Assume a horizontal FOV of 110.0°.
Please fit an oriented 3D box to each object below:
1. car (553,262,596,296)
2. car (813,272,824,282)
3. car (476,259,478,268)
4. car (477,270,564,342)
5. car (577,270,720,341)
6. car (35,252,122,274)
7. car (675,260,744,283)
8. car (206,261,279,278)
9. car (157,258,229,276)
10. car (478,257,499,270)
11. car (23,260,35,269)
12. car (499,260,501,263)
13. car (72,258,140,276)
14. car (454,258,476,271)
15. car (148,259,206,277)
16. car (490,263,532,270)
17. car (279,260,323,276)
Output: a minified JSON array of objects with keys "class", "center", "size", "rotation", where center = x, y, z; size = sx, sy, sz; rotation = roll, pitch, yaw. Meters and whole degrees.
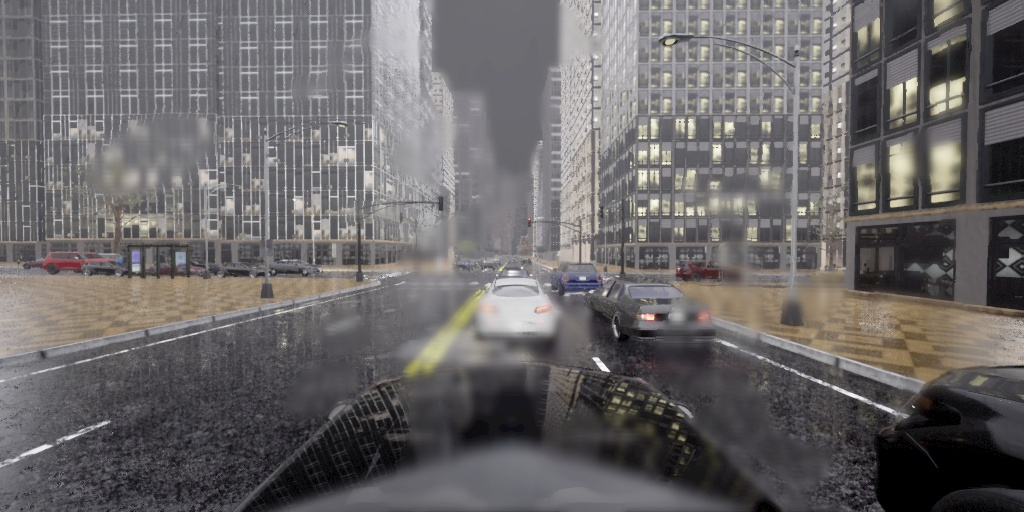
[{"class":"car","center":[3.367,1.093,19.185],"size":[2.097,1.767,4.553],"rotation":[0,0,0]},{"class":"car","center":[27.670,1.579,29.518],"size":[4.829,1.417,1.751],"rotation":[0,0,1]},{"class":"car","center":[-6.529,1.211,58.361],"size":[1.837,1.490,4.892],"rotation":[0,0,0]},{"class":"car","center":[0.107,1.272,9.662],"size":[1.812,1.442,4.674],"rotation":[0,0,0]},{"class":"car","center":[3.360,1.293,9.800],"size":[2.033,1.411,5.357],"rotation":[0,0,0]},{"class":"car","center":[-40.008,0.628,33.375],"size":[5.566,2.045,2.150],"rotation":[1,1,1]},{"class":"car","center":[16.222,1.269,29.727],"size":[5.009,1.841,2.192],"rotation":[0,0,1]},{"class":"car","center":[-22.703,1.174,30.294],"size":[4.313,1.339,1.948],"rotation":[0,0,1]},{"class":"car","center":[-29.408,0.981,33.145],"size":[5.008,1.535,1.882],"rotation":[1,1,1]},{"class":"car","center":[-3.292,1.262,51.245],"size":[2.033,1.411,5.357],"rotation":[0,0,0]},{"class":"car","center":[-50.932,0.793,39.405],"size":[4.207,1.307,1.802],"rotation":[0,0,1]},{"class":"car","center":[-3.267,1.304,61.006],"size":[1.895,1.301,4.718],"rotation":[0,0,0]},{"class":"car","center":[-34.067,1.069,30.611],"size":[4.313,1.339,1.948],"rotation":[0,0,1]},{"class":"car","center":[-6.576,1.068,49.264],"size":[2.097,1.767,4.553],"rotation":[0,0,1]},{"class":"car","center":[-28.387,1.138,30.432],"size":[4.207,1.307,1.802],"rotation":[0,0,1]},{"class":"car","center":[0.116,1.288,18.906],"size":[2.033,1.411,5.357],"rotation":[0,0,0]},{"class":"car","center":[-19.997,1.080,32.944],"size":[4.902,1.511,2.128],"rotation":[1,1,1]}]
